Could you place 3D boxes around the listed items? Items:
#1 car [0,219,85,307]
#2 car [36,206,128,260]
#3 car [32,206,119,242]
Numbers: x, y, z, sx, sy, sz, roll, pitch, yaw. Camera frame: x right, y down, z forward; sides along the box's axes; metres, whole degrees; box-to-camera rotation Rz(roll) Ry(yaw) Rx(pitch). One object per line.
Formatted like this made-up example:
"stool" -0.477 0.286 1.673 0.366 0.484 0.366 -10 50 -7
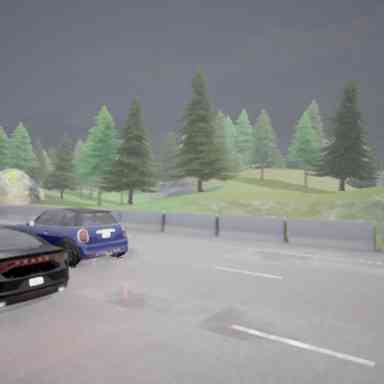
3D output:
"car" -4.807 1.449 7.417 5.008 1.535 1.882 0 0 36
"car" -4.349 1.323 11.391 4.553 1.767 2.097 0 0 36
"car" -6.016 1.494 16.884 4.674 1.442 1.812 0 0 36
